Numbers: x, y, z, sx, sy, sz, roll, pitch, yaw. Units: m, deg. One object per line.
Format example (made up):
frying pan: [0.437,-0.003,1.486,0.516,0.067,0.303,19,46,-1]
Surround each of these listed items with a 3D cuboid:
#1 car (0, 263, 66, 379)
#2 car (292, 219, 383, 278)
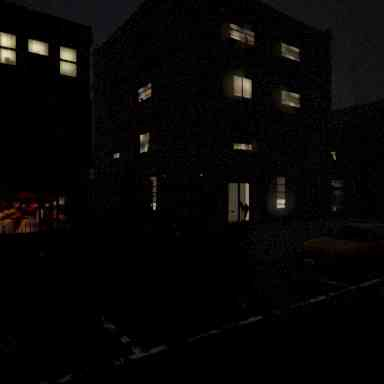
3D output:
car: [-3.804,1.551,3.848,4.403,1.369,2.008,0,0,-36]
car: [5.048,1.526,10.170,4.829,1.417,1.752,0,0,-36]
